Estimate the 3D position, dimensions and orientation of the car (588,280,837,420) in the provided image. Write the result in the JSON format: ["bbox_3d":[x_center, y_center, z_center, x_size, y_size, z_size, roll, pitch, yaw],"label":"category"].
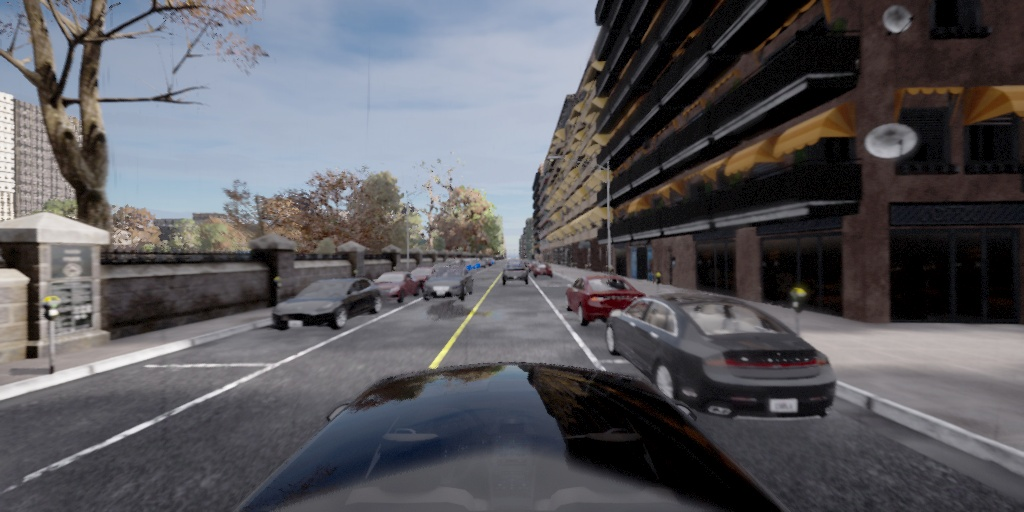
[{"bbox_3d":[2.755,1.273,5.797,2.007,1.370,4.403,0,0,0],"label":"car"}]

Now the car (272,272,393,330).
[{"bbox_3d":[-5.596,1.387,11.472,1.948,1.339,4.313,0,0,0],"label":"car"}]

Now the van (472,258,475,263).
[{"bbox_3d":[-5.451,1.209,39.619,1.690,1.789,3.998,0,0,0],"label":"van"}]

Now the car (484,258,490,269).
[{"bbox_3d":[-5.335,1.485,62.140,1.948,1.339,4.313,0,0,0],"label":"car"}]

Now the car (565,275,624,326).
[{"bbox_3d":[2.784,1.272,11.428,1.888,1.381,4.507,0,0,0],"label":"car"}]

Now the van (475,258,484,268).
[{"bbox_3d":[-5.393,1.234,50.880,1.690,1.789,3.998,0,0,0],"label":"van"}]

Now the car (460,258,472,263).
[{"bbox_3d":[-5.480,1.170,33.988,2.192,1.841,5.009,0,0,0],"label":"car"}]

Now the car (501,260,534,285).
[{"bbox_3d":[0.248,1.265,26.687,2.128,1.511,4.902,-1,0,1],"label":"car"}]

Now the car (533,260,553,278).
[{"bbox_3d":[2.900,1.343,33.945,1.802,1.307,4.207,0,0,0],"label":"car"}]

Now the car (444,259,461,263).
[{"bbox_3d":[-5.509,1.283,28.358,1.967,1.591,4.097,0,0,0],"label":"car"}]

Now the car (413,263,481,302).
[{"bbox_3d":[-2.974,1.288,17.527,2.128,1.511,4.902,-1,0,0],"label":"car"}]

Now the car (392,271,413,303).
[{"bbox_3d":[-5.567,1.408,17.102,1.802,1.307,4.207,0,0,0],"label":"car"}]
